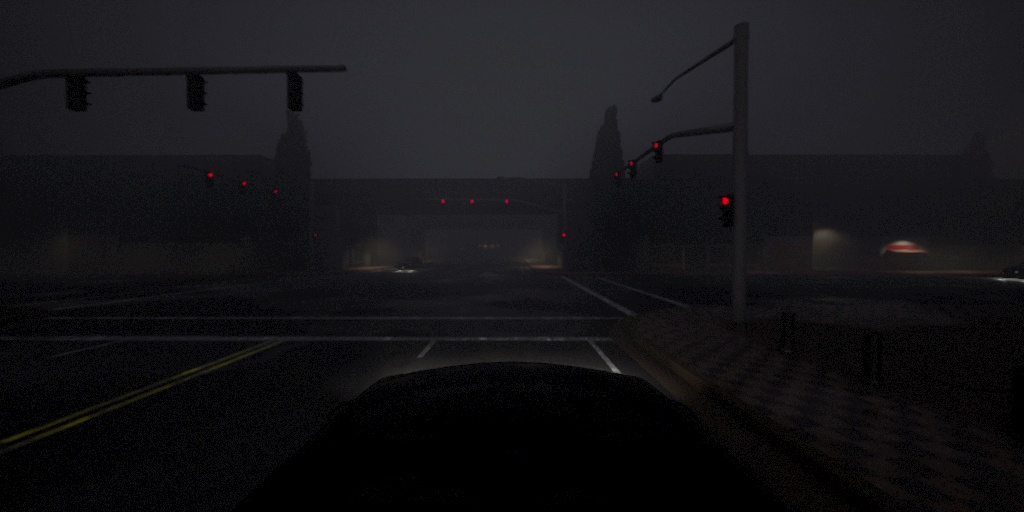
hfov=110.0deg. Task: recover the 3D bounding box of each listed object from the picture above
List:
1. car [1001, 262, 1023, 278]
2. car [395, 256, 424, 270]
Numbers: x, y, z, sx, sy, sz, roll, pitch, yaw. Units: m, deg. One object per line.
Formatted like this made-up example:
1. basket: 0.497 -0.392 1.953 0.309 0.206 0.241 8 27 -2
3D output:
1. car: 37.793 0.951 25.429 4.181 1.385 1.994 0 1 0
2. car: -11.151 0.743 39.381 2.033 1.411 5.357 0 1 0
